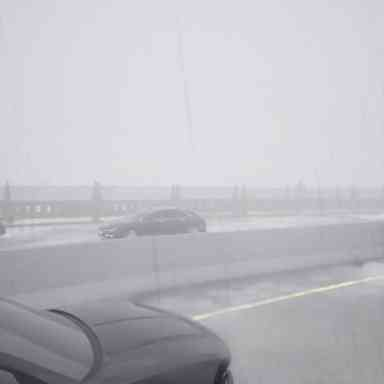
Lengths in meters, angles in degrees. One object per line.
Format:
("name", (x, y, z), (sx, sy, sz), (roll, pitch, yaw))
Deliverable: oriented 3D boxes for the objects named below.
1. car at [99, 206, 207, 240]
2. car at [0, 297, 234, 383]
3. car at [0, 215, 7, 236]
("car", (-1.657, 1.436, 14.931), (4.892, 1.490, 1.837), (0, 0, -29))
("car", (-1.924, 1.464, 2.179), (5.008, 1.535, 1.882), (0, 0, -34))
("car", (-10.352, 1.427, 13.572), (4.892, 1.490, 1.837), (0, 0, -34))
